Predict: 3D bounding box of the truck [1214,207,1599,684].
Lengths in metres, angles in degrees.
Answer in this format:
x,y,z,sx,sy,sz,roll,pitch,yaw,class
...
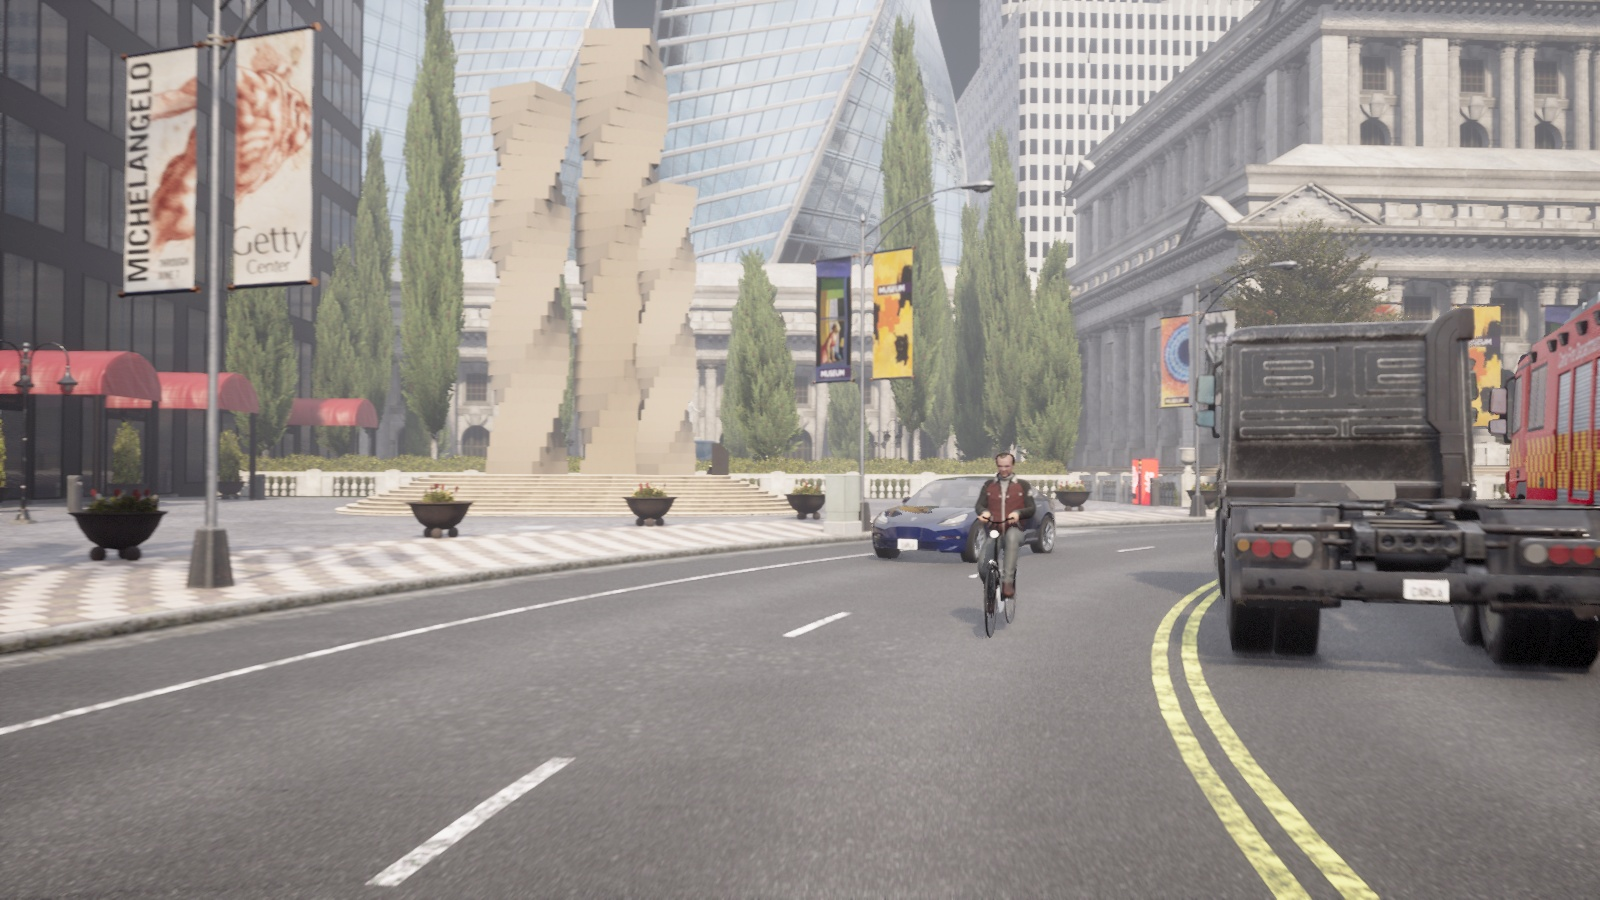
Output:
x,y,z,sx,sy,sz,roll,pitch,yaw,class
5.915,0.034,13.245,2.891,3.462,7.936,-1,-1,18,truck

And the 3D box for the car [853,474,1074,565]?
x,y,z,sx,sy,sz,roll,pitch,yaw,class
3.156,1.194,23.295,2.163,1.488,4.792,-1,-1,33,car

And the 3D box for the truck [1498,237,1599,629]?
x,y,z,sx,sy,sz,roll,pitch,yaw,class
10.818,-0.126,15.607,2.891,3.827,8.468,-1,-1,23,truck

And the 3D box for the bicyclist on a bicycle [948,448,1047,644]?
x,y,z,sx,sy,sz,roll,pitch,yaw,class
1.972,0.885,12.358,0.659,1.776,1.843,0,-1,19,bicyclist on a bicycle
